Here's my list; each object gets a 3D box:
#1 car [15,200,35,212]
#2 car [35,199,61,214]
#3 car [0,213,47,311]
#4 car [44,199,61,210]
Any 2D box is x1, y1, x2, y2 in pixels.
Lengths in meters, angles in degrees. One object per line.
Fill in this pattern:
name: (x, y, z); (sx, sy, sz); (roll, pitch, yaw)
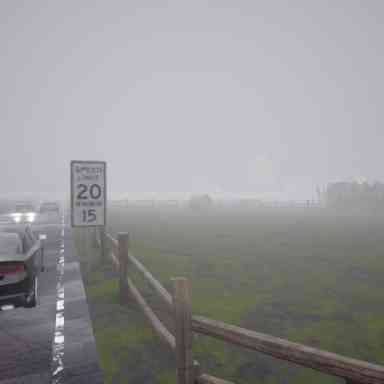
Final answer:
car: (-19.627, 1.621, 39.366); (1.895, 1.301, 4.718); (0, 0, -21)
car: (-15.153, 1.492, 35.530); (2.128, 1.511, 4.902); (0, 0, -21)
car: (-4.444, 1.480, 7.521); (1.882, 1.535, 5.008); (0, 0, -21)
car: (-18.948, 1.601, 45.269); (1.895, 1.301, 4.718); (0, 0, -21)
